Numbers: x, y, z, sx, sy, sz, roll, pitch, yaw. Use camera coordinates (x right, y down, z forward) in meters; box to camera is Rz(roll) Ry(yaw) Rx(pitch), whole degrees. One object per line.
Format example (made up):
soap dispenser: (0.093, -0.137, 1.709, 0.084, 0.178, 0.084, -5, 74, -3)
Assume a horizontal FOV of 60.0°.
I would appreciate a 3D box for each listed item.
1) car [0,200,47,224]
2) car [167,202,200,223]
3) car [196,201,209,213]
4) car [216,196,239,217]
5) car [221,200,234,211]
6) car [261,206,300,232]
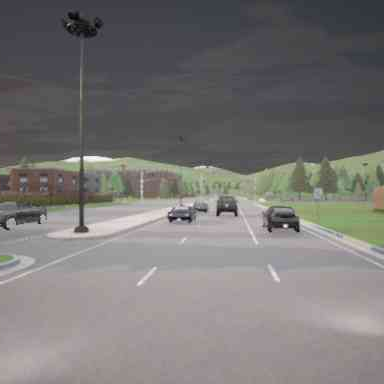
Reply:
car: (-9.960, 1.255, 18.619, 1.837, 1.490, 4.892, 0, 0, 7)
car: (-0.716, 1.800, 27.631, 1.895, 1.301, 4.718, 0, 0, 7)
car: (1.031, 1.868, 42.195, 1.994, 1.385, 4.181, 0, 0, 7)
car: (3.714, 1.470, 35.165, 2.150, 2.045, 5.566, 0, -1, 7)
car: (5.101, 1.864, 47.433, 1.812, 1.442, 4.674, 0, 0, 7)
car: (5.569, 1.655, 21.141, 1.837, 1.490, 4.892, 0, 0, 7)
